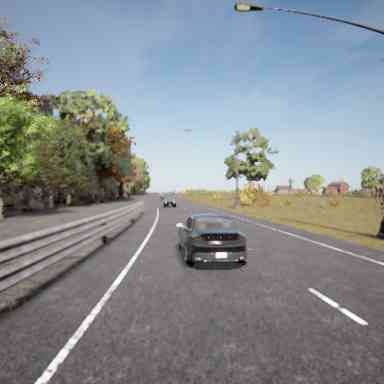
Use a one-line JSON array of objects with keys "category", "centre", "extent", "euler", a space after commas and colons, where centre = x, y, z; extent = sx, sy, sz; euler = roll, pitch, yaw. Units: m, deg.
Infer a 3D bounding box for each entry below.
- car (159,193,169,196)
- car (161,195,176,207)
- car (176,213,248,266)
[{"category": "car", "centre": [-7.390, 1.510, 89.647], "extent": [2.033, 1.411, 5.357], "euler": [0, 0, -6]}, {"category": "car", "centre": [-3.486, 1.599, 51.432], "extent": [1.895, 1.301, 4.718], "euler": [0, 0, -6]}, {"category": "car", "centre": [0.575, 1.513, 11.659], "extent": [1.837, 1.490, 4.892], "euler": [0, 0, -6]}]
